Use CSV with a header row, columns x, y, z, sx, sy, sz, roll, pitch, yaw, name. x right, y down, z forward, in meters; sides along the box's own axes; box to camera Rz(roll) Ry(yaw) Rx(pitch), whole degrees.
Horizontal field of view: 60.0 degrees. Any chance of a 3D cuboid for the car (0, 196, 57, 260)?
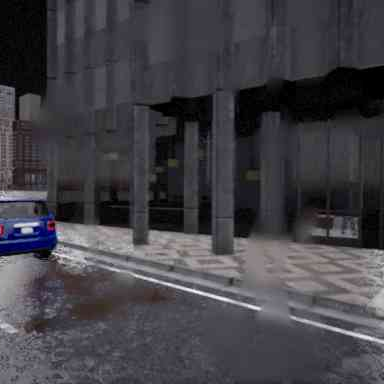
x,y,z,sx,sy,sz,roll,pitch,yaw,name
-6.600,1.155,11.130,5.566,2.045,2.150,0,0,42,car
